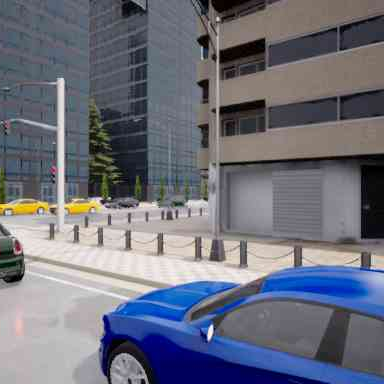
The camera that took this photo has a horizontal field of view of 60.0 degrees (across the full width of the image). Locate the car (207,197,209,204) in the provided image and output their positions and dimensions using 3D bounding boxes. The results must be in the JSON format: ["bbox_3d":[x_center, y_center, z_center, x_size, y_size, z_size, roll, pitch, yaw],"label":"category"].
[{"bbox_3d":[4.909,1.169,61.234,2.150,2.045,5.566,0,0,36],"label":"car"}]

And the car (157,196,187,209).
[{"bbox_3d":[-2.682,1.298,44.919,2.097,1.767,4.553,0,0,36],"label":"car"}]

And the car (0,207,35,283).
[{"bbox_3d":[-6.279,1.352,8.464,4.553,1.767,2.097,0,0,36],"label":"car"}]

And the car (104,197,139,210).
[{"bbox_3d":[-8.873,1.436,42.341,2.128,1.511,4.902,0,0,36],"label":"car"}]

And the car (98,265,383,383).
[{"bbox_3d":[1.217,1.478,3.124,5.008,1.535,1.882,0,0,36],"label":"car"}]

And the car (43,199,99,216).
[{"bbox_3d":[-11.533,1.422,32.696,1.882,1.535,5.008,0,0,36],"label":"car"}]

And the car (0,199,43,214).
[{"bbox_3d":[-16.389,1.422,31.967,1.882,1.535,5.008,0,0,36],"label":"car"}]
